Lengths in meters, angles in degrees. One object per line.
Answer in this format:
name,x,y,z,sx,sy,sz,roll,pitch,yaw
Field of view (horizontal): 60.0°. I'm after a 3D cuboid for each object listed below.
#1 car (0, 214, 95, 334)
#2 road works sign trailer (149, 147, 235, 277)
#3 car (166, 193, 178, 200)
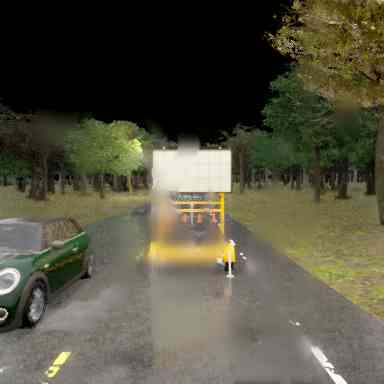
car,-3.600,1.338,6.901,2.097,1.767,4.553,0,0,0
road works sign trailer,0.000,0.434,10.088,2.380,3.560,2.880,0,0,0
car,-3.497,0.580,59.484,1.837,1.490,4.892,0,2,0
